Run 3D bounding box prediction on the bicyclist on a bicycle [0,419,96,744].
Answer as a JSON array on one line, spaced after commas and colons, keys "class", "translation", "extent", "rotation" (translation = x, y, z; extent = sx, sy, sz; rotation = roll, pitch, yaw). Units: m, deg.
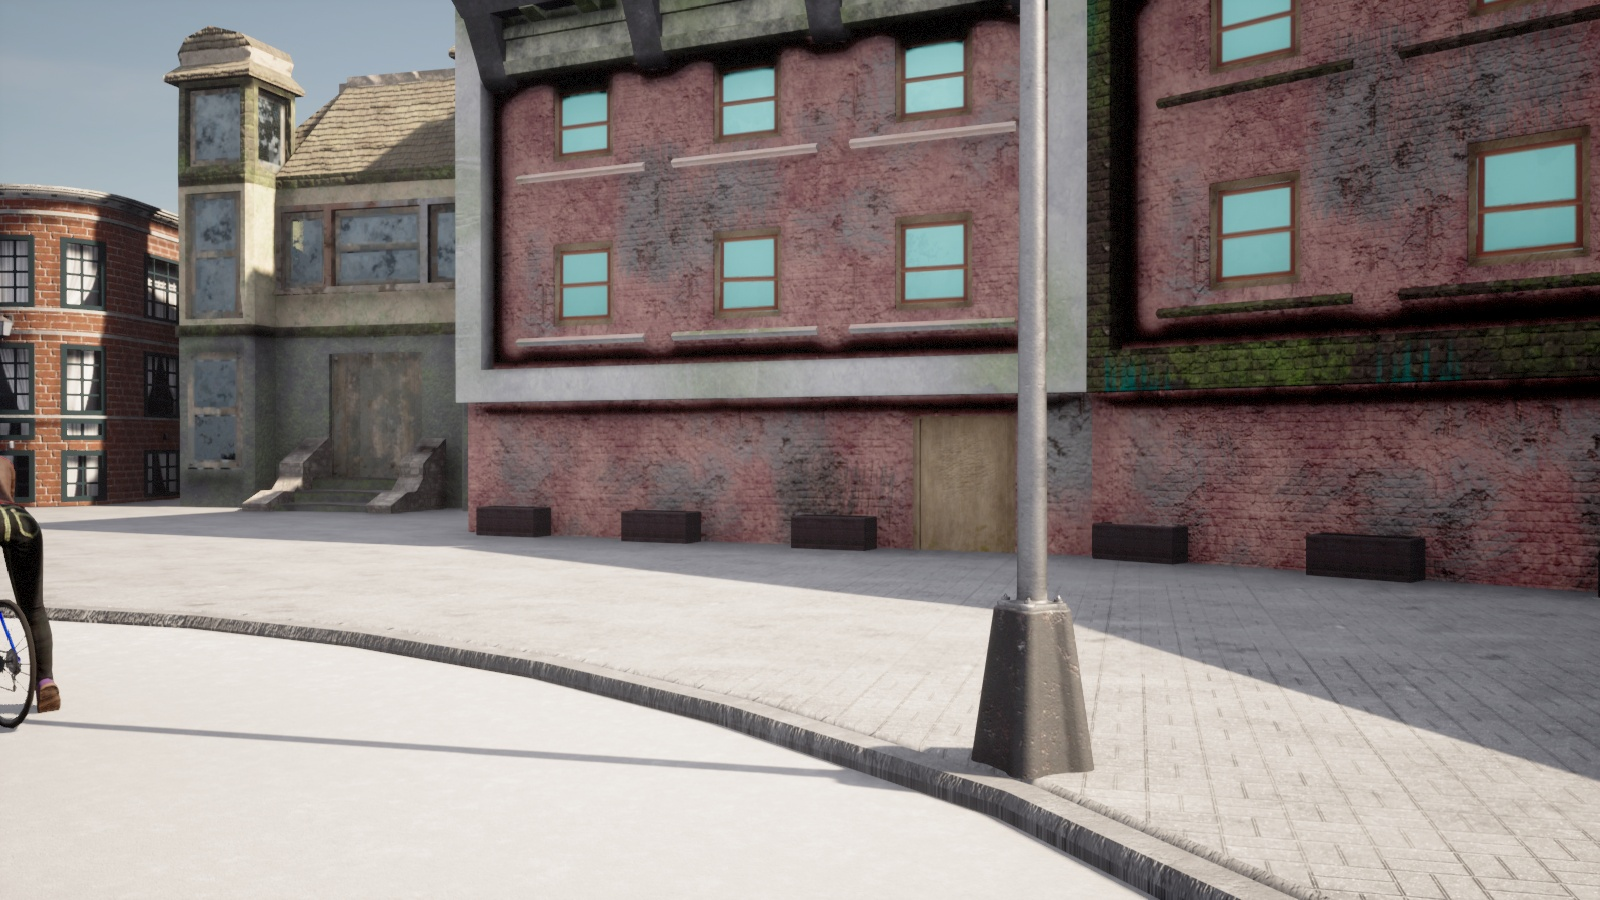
[{"class": "bicyclist on a bicycle", "translation": [-4.551, 0.653, 6.883], "extent": [1.656, 1.620, 0.582], "rotation": [0, 0, 37]}]
